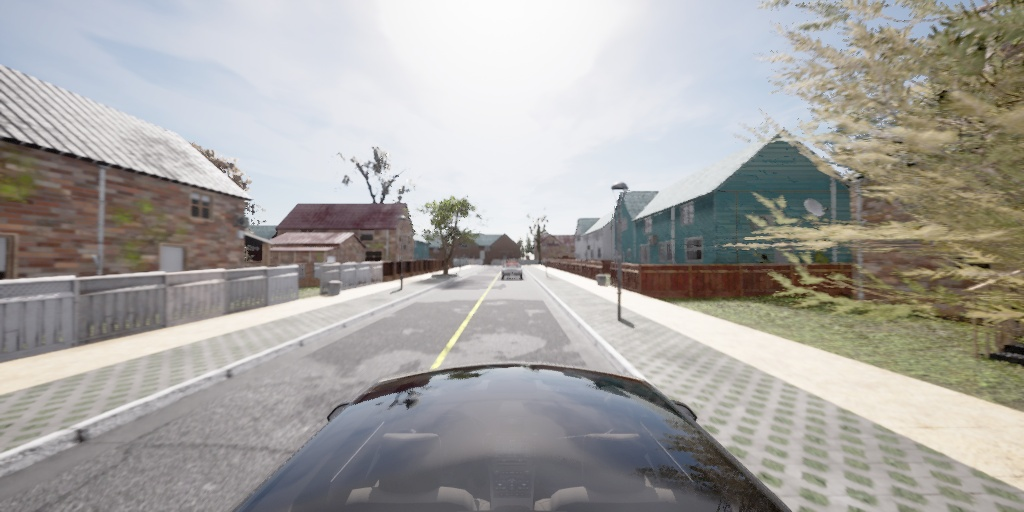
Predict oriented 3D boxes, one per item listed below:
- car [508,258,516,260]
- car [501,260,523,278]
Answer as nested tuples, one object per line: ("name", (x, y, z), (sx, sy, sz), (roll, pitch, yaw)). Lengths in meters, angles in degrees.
("car", (-0.006, 1.199, 65.219), (2.097, 1.767, 4.553), (0, 0, 0))
("car", (0.023, 1.307, 32.486), (1.895, 1.301, 4.718), (0, 0, 1))
